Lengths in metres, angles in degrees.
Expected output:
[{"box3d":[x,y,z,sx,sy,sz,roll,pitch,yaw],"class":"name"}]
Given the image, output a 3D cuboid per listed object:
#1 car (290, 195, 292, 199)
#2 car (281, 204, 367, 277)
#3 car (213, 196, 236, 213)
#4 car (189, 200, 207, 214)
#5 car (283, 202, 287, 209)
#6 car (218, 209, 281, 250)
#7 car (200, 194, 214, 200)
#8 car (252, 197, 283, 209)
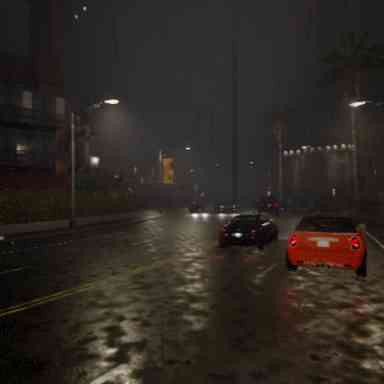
[{"box3d":[24.861,2.096,86.038,2.002,1.452,4.674,0,-1,-43],"class":"car"},{"box3d":[4.469,1.424,10.855,2.097,1.767,4.553,-1,-1,26],"class":"car"},{"box3d":[4.203,1.783,42.826,2.097,1.767,4.553,-1,-1,-6],"class":"car"},{"box3d":[0.744,2.033,42.436,1.994,1.385,4.181,-1,-1,-6],"class":"car"},{"box3d":[10.942,1.870,43.799,1.837,1.490,4.892,0,-1,-7],"class":"car"},{"box3d":[2.692,1.705,15.234,1.994,1.385,4.181,-1,-1,25],"class":"car"},{"box3d":[5.112,2.212,90.625,2.185,1.767,4.553,0,-1,-43],"class":"car"},{"box3d":[8.037,1.541,36.781,2.150,2.045,5.566,0,-1,2],"class":"car"}]
